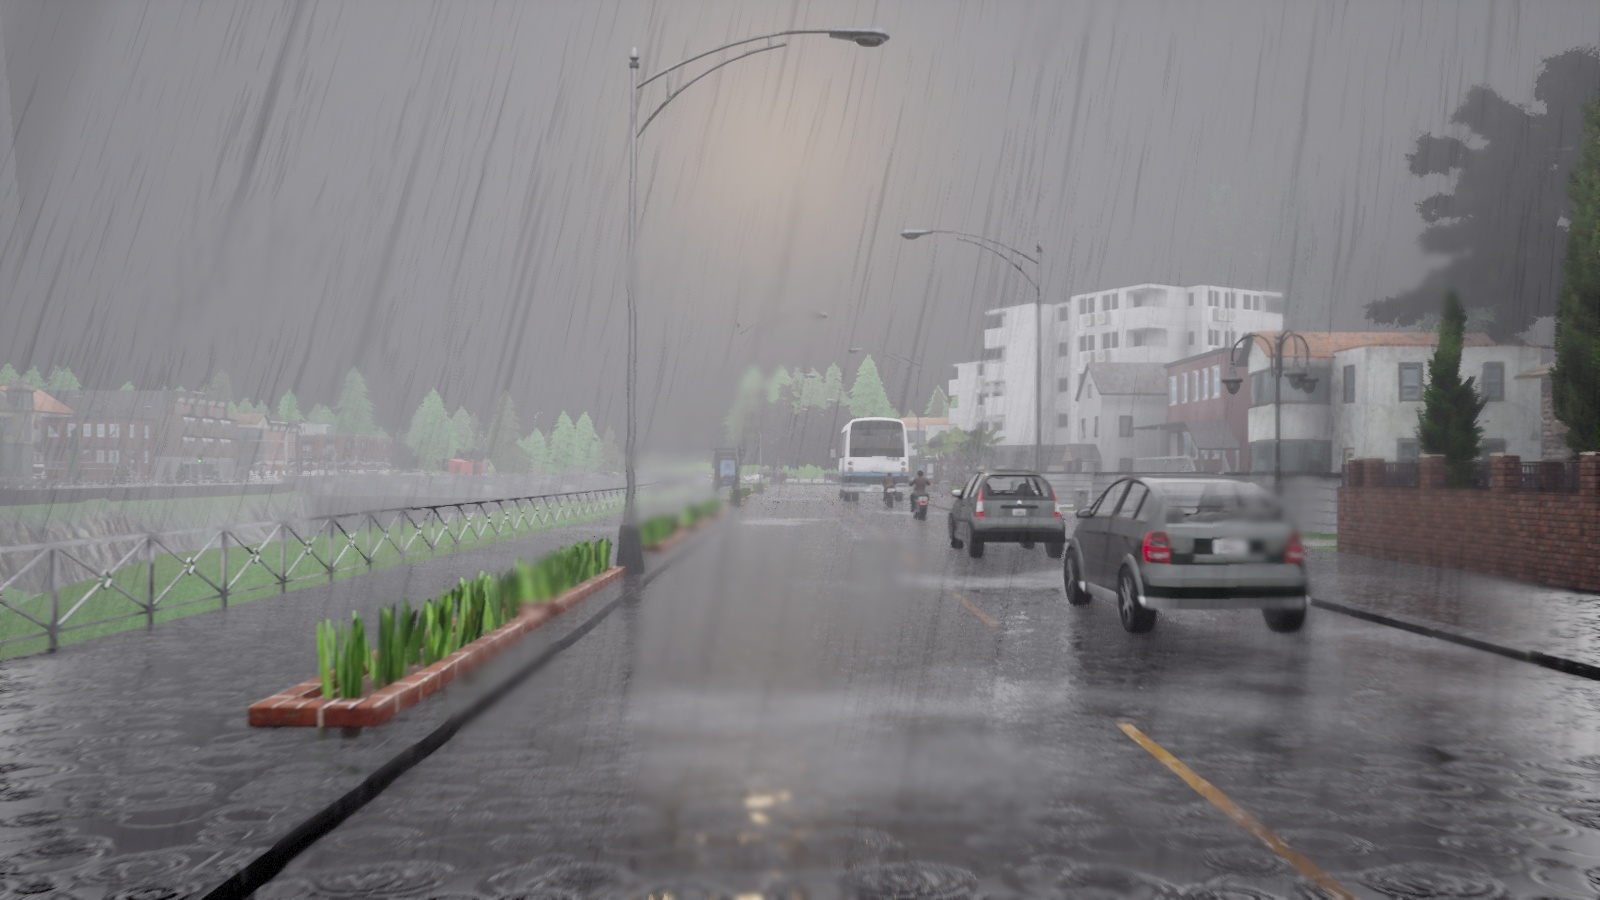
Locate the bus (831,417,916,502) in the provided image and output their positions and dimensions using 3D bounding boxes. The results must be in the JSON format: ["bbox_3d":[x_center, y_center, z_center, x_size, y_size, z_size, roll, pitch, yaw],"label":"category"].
[{"bbox_3d":[3.834,0.569,68.445,3.944,4.253,10.273,0,-1,0],"label":"bus"}]

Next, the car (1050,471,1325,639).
[{"bbox_3d":[3.968,1.004,13.516,1.789,1.549,3.705,0,-1,0],"label":"car"}]

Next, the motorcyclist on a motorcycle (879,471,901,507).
[{"bbox_3d":[3.873,1.689,54.224,0.797,1.523,2.044,0,-1,0],"label":"motorcyclist on a motorcycle"}]

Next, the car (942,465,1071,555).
[{"bbox_3d":[3.942,1.109,24.582,1.851,1.617,3.988,0,-1,0],"label":"car"}]

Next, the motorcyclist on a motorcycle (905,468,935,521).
[{"bbox_3d":[3.904,1.436,40.994,0.766,1.649,2.350,0,-1,0],"label":"motorcyclist on a motorcycle"}]
